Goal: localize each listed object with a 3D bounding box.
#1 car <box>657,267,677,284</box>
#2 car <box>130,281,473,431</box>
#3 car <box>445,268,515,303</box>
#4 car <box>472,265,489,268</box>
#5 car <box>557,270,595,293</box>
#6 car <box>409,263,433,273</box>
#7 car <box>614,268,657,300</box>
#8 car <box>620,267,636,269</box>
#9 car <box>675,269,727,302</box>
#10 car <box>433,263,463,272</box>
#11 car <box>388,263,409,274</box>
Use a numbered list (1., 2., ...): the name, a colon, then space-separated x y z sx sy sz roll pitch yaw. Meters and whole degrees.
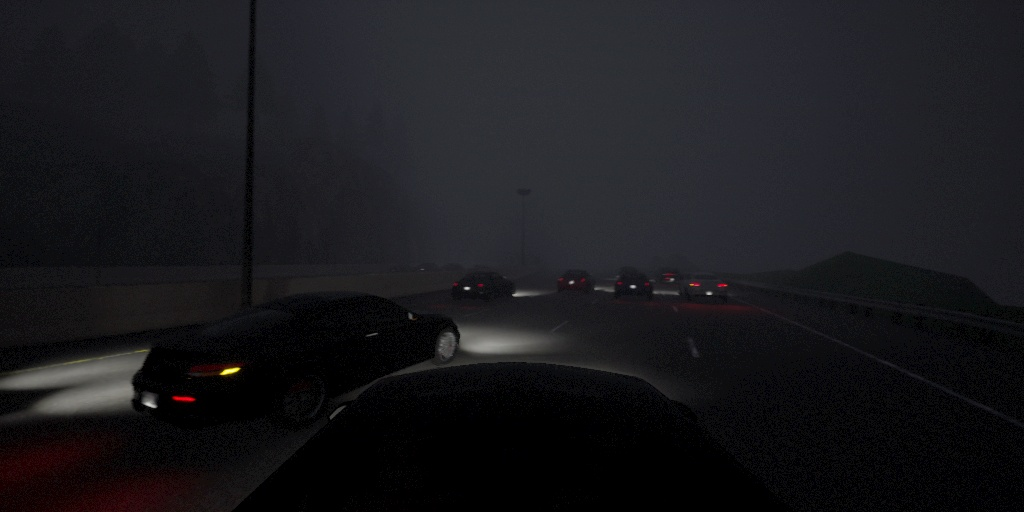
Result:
1. car: 14.425 1.781 33.244 1.837 1.490 4.892 1 0 15
2. car: -2.664 1.286 5.670 1.812 1.442 4.674 0 -1 24
3. car: -1.339 1.476 18.152 1.994 1.385 4.181 0 -1 21
4. car: -4.171 1.786 46.201 1.895 1.301 4.718 1 -1 13
5. car: 4.244 1.605 23.460 1.994 1.385 4.181 1 -1 19
6. car: -11.156 1.614 47.049 1.837 1.490 4.892 1 -1 13
7. car: 6.877 1.601 20.336 1.994 1.385 4.181 1 -1 19
8. car: 11.231 1.759 34.845 1.837 1.490 4.892 1 0 15
9. car: 10.267 1.598 19.470 1.812 1.442 4.674 1 -1 19
10. car: -7.778 1.633 46.127 2.128 1.511 4.902 1 -1 13
11. car: -14.633 1.634 47.550 1.994 1.385 4.181 1 -1 13
